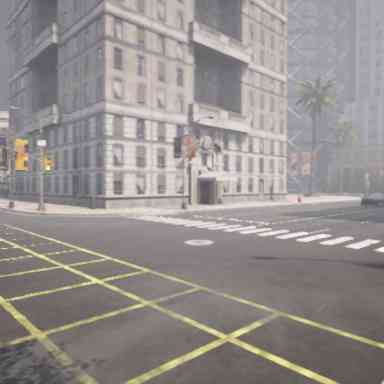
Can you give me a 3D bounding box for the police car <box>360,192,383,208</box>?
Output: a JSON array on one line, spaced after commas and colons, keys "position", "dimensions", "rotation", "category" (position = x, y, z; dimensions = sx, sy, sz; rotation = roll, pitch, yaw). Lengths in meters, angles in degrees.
[{"position": [20.469, 0.808, 37.070], "dimensions": [5.238, 1.638, 1.930], "rotation": [-1, 1, -43], "category": "police car"}]
